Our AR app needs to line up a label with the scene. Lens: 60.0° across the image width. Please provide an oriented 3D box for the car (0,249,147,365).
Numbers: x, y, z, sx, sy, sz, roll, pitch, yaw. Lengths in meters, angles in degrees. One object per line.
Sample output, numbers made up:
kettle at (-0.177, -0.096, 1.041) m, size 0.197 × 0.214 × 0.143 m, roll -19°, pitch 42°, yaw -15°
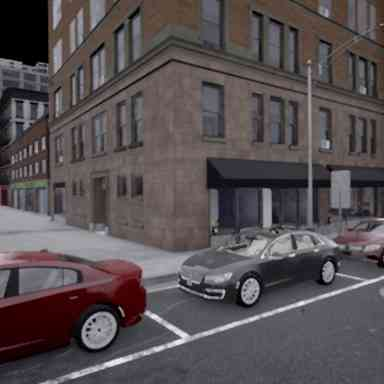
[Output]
car at (-2.816, 1.544, 4.534) m, size 4.507 × 1.381 × 1.887 m, roll 0°, pitch 0°, yaw -36°

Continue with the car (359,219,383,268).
car at (6.269, 1.559, 11.025) m, size 4.206 × 1.307 × 1.802 m, roll 0°, pitch -1°, yaw -36°

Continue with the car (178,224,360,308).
car at (1.726, 1.538, 7.779) m, size 4.403 × 1.369 × 2.008 m, roll 0°, pitch -1°, yaw -36°
